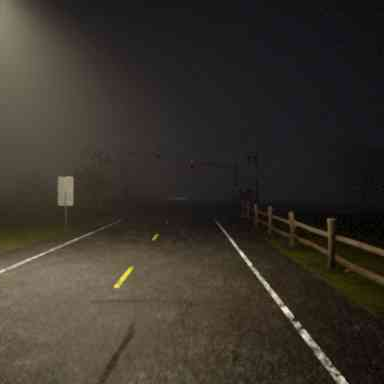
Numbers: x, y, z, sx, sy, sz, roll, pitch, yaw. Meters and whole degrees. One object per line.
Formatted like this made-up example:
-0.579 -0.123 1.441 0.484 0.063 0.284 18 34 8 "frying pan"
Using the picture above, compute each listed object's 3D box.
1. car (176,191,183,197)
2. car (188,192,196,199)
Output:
-3.477 0.626 94.087 1.837 1.490 4.892 0 0 0 "car"
0.023 0.876 89.883 2.097 1.767 4.553 0 0 0 "car"
